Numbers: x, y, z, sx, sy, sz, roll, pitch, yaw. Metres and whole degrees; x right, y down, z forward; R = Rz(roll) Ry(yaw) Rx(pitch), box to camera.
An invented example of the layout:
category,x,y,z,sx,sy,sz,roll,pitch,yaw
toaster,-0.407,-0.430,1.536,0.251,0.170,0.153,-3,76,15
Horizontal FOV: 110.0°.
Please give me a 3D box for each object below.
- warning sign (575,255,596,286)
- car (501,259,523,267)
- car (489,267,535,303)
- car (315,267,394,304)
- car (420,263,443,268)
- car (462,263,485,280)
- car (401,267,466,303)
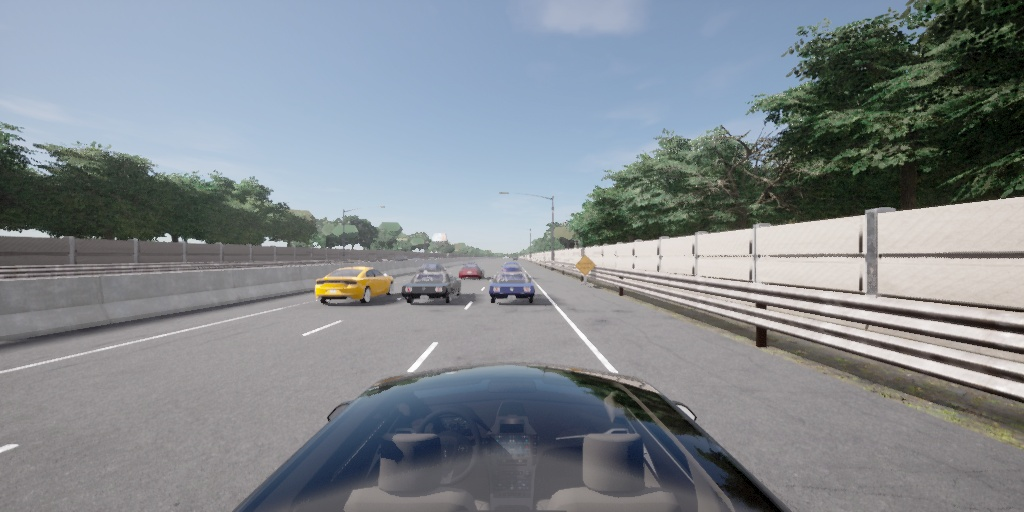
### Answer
category,x,y,z,sx,sy,sz,roll,pitch,yaw
warning sign,4.550,0.863,22.221,1.300,1.860,1.060,0,0,0
car,0.000,1.277,31.501,1.812,1.442,4.674,0,0,0
car,0.000,1.366,16.530,1.895,1.301,4.718,0,0,0
car,-7.000,1.234,16.500,1.882,1.535,5.008,0,0,0
car,-7.000,1.307,31.501,2.033,1.411,5.357,0,0,0
car,-3.500,1.316,31.501,1.994,1.385,4.181,0,0,0
car,-3.500,1.366,16.530,1.895,1.301,4.718,0,0,0
